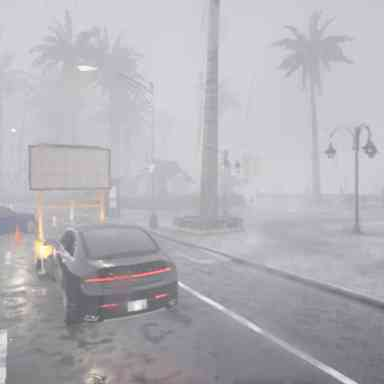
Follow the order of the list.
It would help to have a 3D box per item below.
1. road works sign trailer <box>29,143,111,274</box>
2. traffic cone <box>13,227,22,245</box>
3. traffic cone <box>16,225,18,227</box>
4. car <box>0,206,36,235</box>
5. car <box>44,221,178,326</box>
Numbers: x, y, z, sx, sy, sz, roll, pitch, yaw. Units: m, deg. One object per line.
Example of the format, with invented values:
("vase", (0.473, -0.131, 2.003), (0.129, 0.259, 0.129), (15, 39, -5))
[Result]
("road works sign trailer", (-3.784, 0.333, 10.422), (2.380, 3.560, 2.880), (-1, 1, -31))
("traffic cone", (-7.028, 1.811, 13.390), (0.340, 0.580, 0.340), (-1, 1, -28))
("traffic cone", (-7.963, 1.787, 15.159), (0.340, 0.580, 0.340), (1, 0, -28))
("car", (-9.169, 1.320, 15.002), (1.882, 1.535, 5.008), (0, 2, 9))
("car", (-1.909, 1.388, 7.064), (1.837, 1.490, 4.892), (-2, 2, -27))
